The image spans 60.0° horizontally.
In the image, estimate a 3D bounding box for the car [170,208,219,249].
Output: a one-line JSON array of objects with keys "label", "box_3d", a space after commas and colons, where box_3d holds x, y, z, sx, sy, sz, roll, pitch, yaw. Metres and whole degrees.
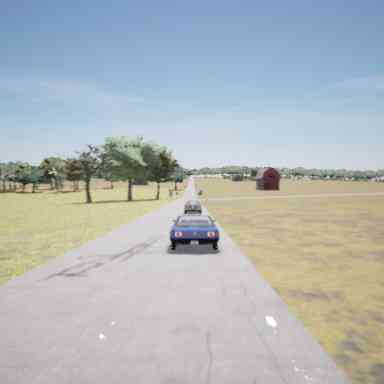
[{"label": "car", "box_3d": [0.097, 1.603, 14.606, 1.895, 1.301, 4.718, 0, 0, 0]}]

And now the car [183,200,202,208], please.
[{"label": "car", "box_3d": [0.094, 1.573, 34.855, 2.033, 1.411, 5.357, 0, 0, 0]}]
